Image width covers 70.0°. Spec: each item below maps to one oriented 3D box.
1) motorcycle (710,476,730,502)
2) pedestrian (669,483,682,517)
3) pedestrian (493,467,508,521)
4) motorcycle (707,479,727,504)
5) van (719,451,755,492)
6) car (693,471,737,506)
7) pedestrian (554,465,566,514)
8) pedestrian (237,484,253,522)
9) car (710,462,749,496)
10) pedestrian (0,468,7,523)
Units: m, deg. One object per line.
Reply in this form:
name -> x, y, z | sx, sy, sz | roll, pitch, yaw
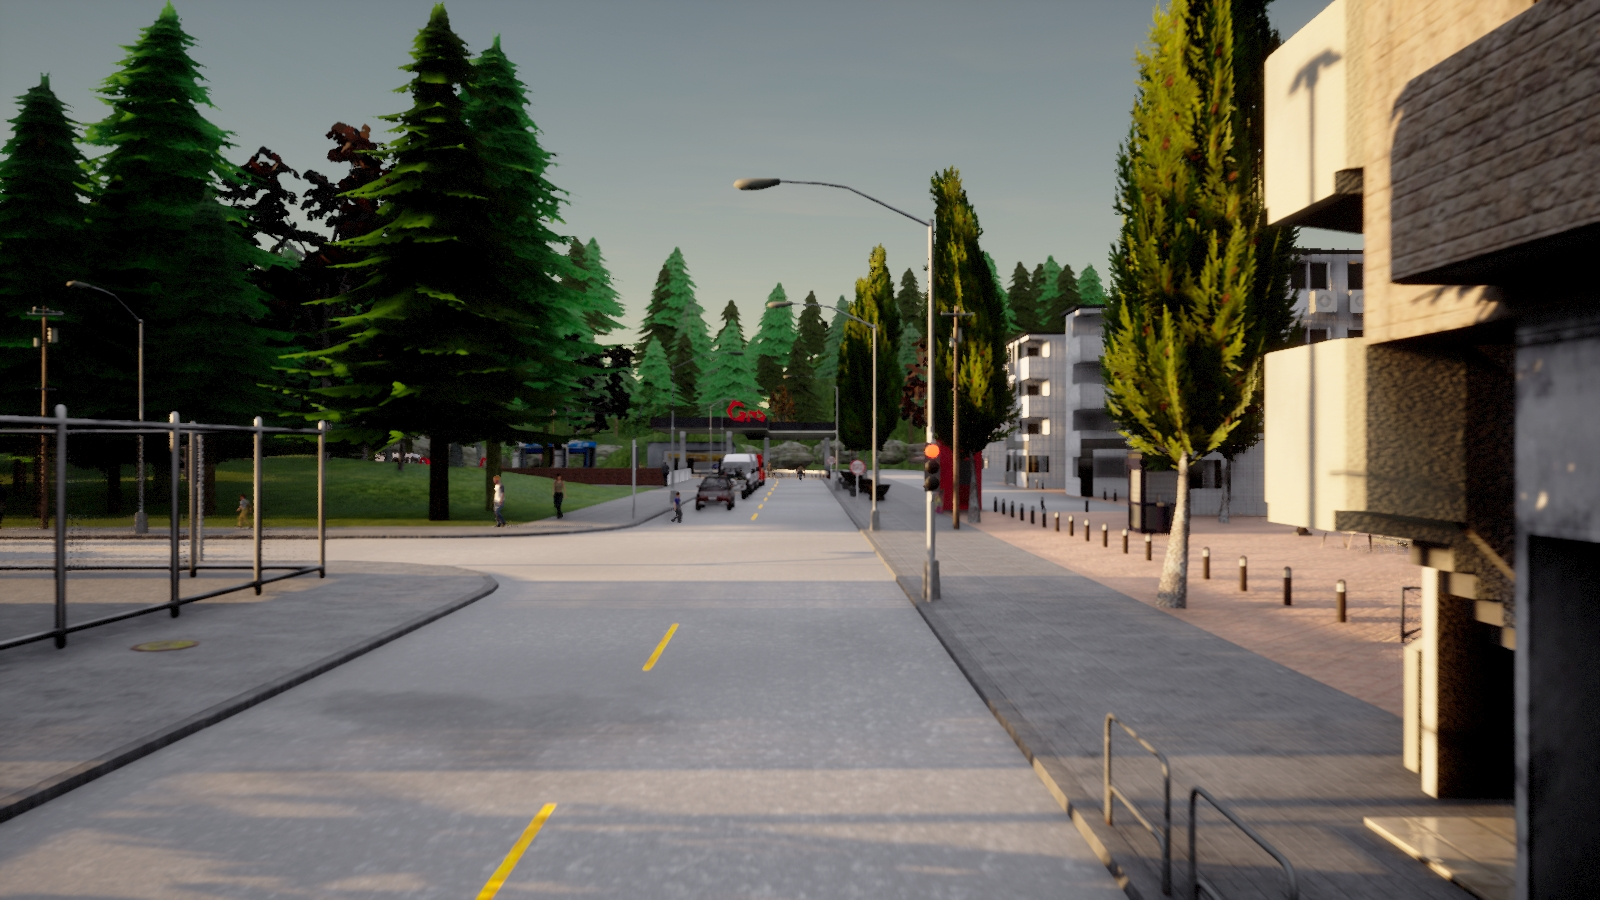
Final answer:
motorcycle -> -3.984, 1.962, 57.170 | 0.856, 1.236, 1.805 | 0, 0, 0
pedestrian -> -4.752, 1.909, 43.692 | 0.375, 1.300, 0.375 | 0, 0, 12
pedestrian -> -10.370, 1.524, 39.595 | 0.375, 1.860, 0.375 | 0, 0, -42
motorcycle -> -4.013, 1.993, 55.177 | 0.803, 1.145, 2.033 | 0, 0, 0
van -> -3.986, 1.314, 73.069 | 1.988, 2.561, 5.915 | 0, 0, 0
car -> -3.995, 1.806, 54.216 | 1.789, 1.549, 3.705 | 0, 0, 0
pedestrian -> -9.291, 1.526, 44.219 | 0.375, 1.860, 0.375 | 0, 0, 0
pedestrian -> -18.998, 1.805, 39.138 | 0.375, 1.300, 0.375 | 0, 0, -3
car -> -4.041, 1.644, 66.003 | 1.932, 1.855, 4.605 | 0, 0, 0
pedestrian -> -27.000, 1.524, 38.497 | 0.375, 1.860, 0.375 | 0, 0, 39
